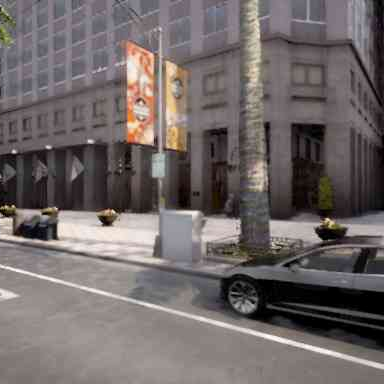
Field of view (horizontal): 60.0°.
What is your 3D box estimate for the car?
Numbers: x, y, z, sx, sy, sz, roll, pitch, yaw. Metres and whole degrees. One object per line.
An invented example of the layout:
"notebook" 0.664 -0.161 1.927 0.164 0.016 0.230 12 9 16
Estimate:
"car" 2.757 1.515 5.822 4.786 1.482 2.161 0 0 35
